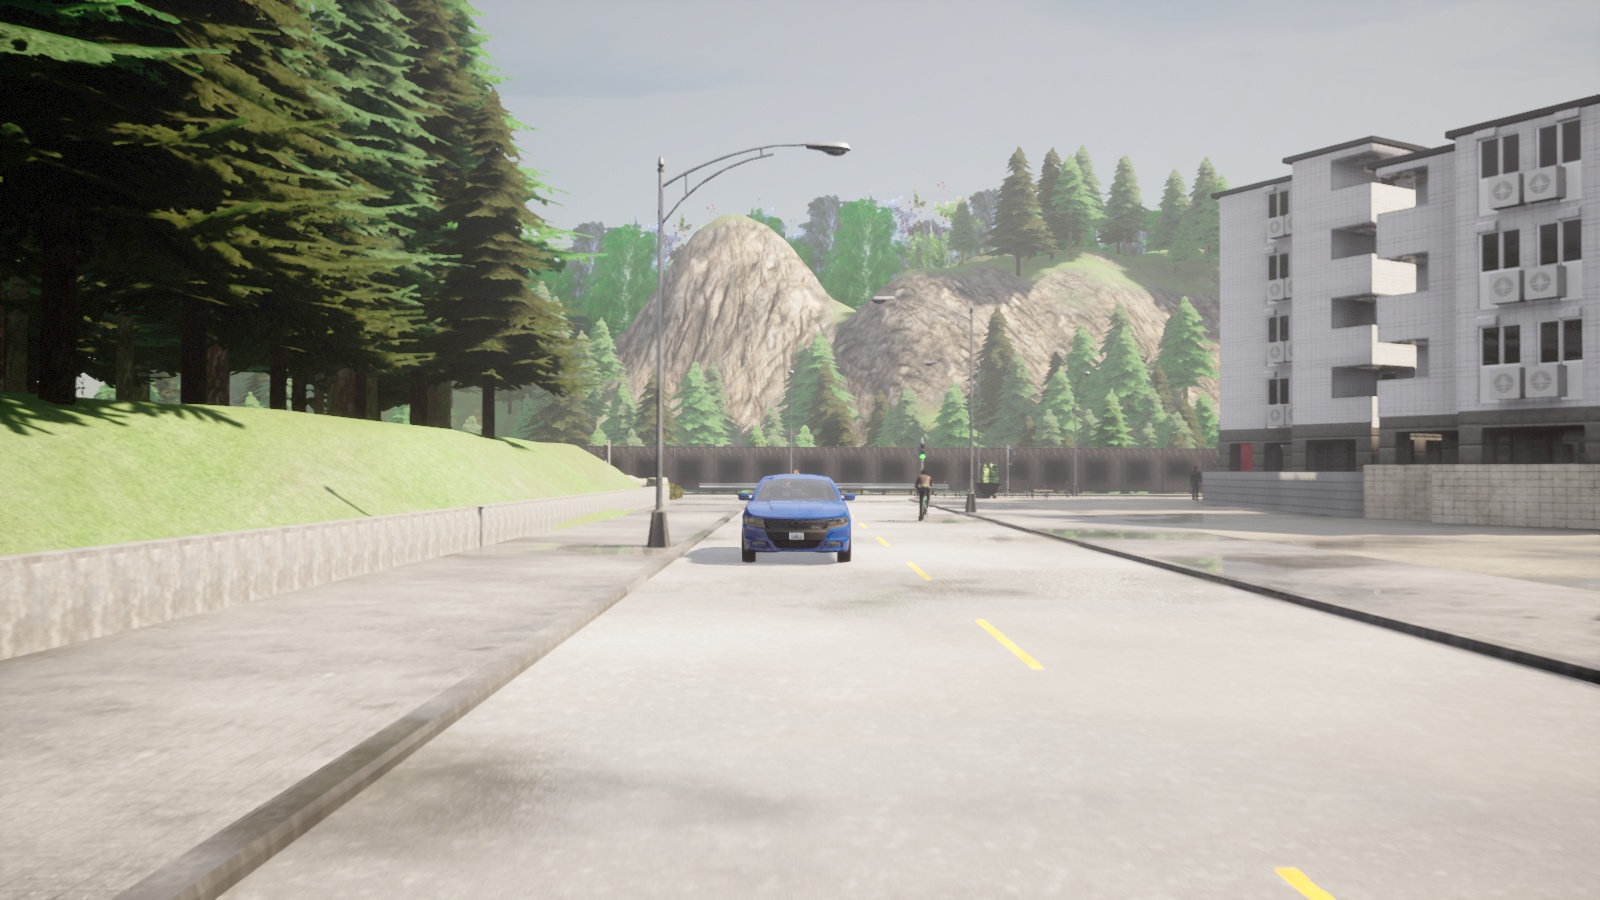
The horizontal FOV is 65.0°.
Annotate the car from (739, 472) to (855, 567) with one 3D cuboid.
[{"bbox_3d":[-0.053,1.178,23.004,1.882,1.535,5.008,0,-1,0],"label":"car"}]

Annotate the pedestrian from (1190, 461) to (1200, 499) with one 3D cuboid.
[{"bbox_3d":[19.667,1.493,62.576,0.353,1.847,0.614,-1,-1,27],"label":"pedestrian"}]
